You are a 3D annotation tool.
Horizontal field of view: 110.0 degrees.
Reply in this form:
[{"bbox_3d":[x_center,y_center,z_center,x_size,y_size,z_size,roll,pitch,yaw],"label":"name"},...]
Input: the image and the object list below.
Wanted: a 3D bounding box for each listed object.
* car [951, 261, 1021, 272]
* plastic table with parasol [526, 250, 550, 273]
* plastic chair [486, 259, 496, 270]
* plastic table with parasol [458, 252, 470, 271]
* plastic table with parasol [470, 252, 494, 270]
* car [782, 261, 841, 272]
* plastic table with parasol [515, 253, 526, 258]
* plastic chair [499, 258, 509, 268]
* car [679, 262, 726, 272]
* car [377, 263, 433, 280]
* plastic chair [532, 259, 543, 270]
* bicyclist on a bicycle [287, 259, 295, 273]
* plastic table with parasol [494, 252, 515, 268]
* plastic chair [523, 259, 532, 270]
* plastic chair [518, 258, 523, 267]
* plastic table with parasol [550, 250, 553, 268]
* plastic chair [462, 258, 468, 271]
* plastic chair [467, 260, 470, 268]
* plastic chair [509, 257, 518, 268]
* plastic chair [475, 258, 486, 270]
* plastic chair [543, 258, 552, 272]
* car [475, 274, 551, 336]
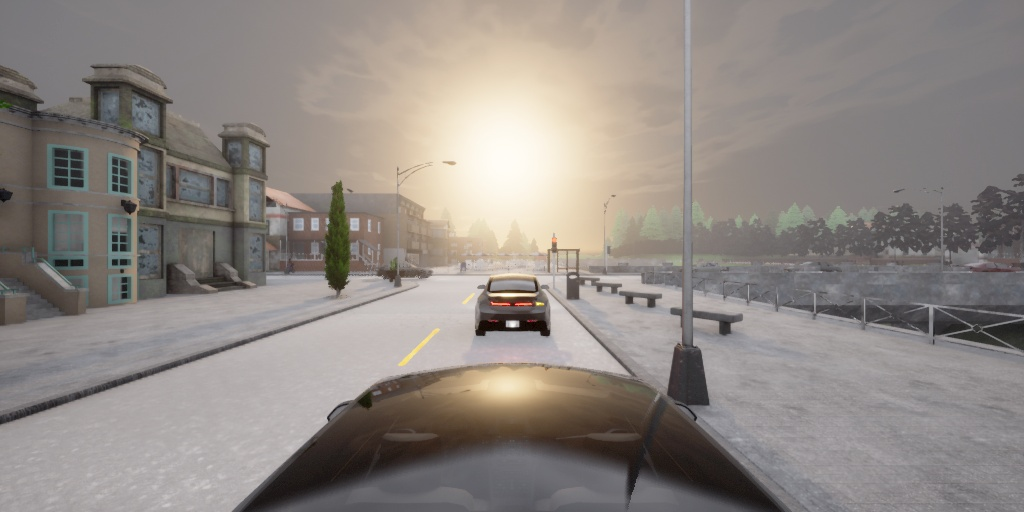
[{"bbox_3d":[40.800,1.228,30.749,5.008,1.535,1.882,0,0,0],"label":"car"},{"bbox_3d":[3.583,0.675,50.014,2.482,2.480,2.482,0,0,0],"label":"plastic table with parasol"},{"bbox_3d":[-2.957,1.279,50.644,0.730,1.272,0.750,0,0,0],"label":"plastic chair"},{"bbox_3d":[-7.126,0.675,57.355,2.482,2.480,2.482,0,0,0],"label":"plastic table with parasol"},{"bbox_3d":[-4.237,0.675,50.764,2.482,2.480,2.482,0,0,0],"label":"plastic table with parasol"},{"bbox_3d":[29.124,1.255,34.946,4.892,1.490,1.837,0,0,0],"label":"car"},{"bbox_3d":[1.164,0.675,65.354,2.482,2.480,2.482,0,0,0],"label":"plastic table with parasol"},{"bbox_3d":[-1.256,1.279,56.544,0.750,1.272,0.730,0,0,0],"label":"plastic chair"},{"bbox_3d":[18.647,1.314,34.947,4.181,1.385,1.994,0,0,0],"label":"car"},{"bbox_3d":[-9.140,1.275,30.750,4.674,1.442,1.812,0,0,0],"label":"car"},{"bbox_3d":[3.443,1.279,48.744,0.750,1.272,0.730,0,0,0],"label":"plastic chair"},{"bbox_3d":[-24.188,1.099,39.139,0.582,1.620,1.656,0,0,0],"label":"bicyclist on a bicycle"},{"bbox_3d":[-1.206,0.675,57.744,2.482,2.480,2.482,0,0,0],"label":"plastic table with parasol"},{"bbox_3d":[2.243,1.279,50.044,0.730,1.272,0.750,0,0,0],"label":"plastic chair"},{"bbox_3d":[1.047,1.279,64.176,0.750,1.272,0.730,0,0,-1],"label":"plastic chair"},{"bbox_3d":[4.994,0.675,58.644,2.482,2.480,2.482,0,0,0],"label":"plastic table with parasol"},{"bbox_3d":[-7.053,1.279,56.176,0.750,1.272,0.730,0,0,-1],"label":"plastic chair"},{"bbox_3d":[-5.557,1.279,50.844,0.730,1.272,0.750,0,0,0],"label":"plastic chair"},{"bbox_3d":[0.144,1.279,57.644,0.730,1.272,0.750,0,0,0],"label":"plastic chair"},{"bbox_3d":[-4.357,1.279,49.544,0.750,1.272,0.730,0,0,0],"label":"plastic chair"},{"bbox_3d":[4.843,1.279,49.844,0.730,1.272,0.750,0,0,0],"label":"plastic chair"},{"bbox_3d":[0.035,1.255,10.345,1.837,1.490,4.892,0,0,1],"label":"car"}]
